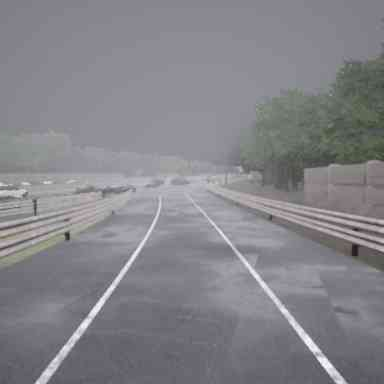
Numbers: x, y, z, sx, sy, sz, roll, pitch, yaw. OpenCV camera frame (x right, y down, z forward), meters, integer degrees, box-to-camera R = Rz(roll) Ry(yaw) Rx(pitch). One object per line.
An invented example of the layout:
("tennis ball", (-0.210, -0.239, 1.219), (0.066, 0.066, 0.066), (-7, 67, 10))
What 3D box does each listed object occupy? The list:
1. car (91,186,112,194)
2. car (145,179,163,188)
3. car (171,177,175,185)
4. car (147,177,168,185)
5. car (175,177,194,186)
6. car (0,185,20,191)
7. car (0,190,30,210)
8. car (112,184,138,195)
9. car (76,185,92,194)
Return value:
("car", (-13.396, -0.361, 52.437), (1.895, 1.301, 4.718), (1, 3, 15))
("car", (-8.417, -1.508, 71.631), (1.895, 1.301, 4.718), (1, 3, 15))
("car", (-3.894, -2.915, 89.055), (2.150, 2.045, 5.566), (1, 3, 15))
("car", (-8.655, -2.630, 84.641), (2.150, 2.045, 5.566), (1, 3, 15))
("car", (-1.878, -2.571, 82.887), (2.150, 2.045, 5.566), (1, 3, 15))
("car", (-20.918, 0.182, 37.366), (2.150, 2.045, 5.566), (1, 4, 15))
("car", (-16.028, 0.958, 28.350), (1.837, 1.490, 4.892), (0, 4, 15))
("car", (-10.015, -0.428, 51.529), (1.837, 1.490, 4.892), (1, 3, 15))
("car", (-16.791, -0.463, 53.285), (1.812, 1.442, 4.674), (1, 3, 15))
